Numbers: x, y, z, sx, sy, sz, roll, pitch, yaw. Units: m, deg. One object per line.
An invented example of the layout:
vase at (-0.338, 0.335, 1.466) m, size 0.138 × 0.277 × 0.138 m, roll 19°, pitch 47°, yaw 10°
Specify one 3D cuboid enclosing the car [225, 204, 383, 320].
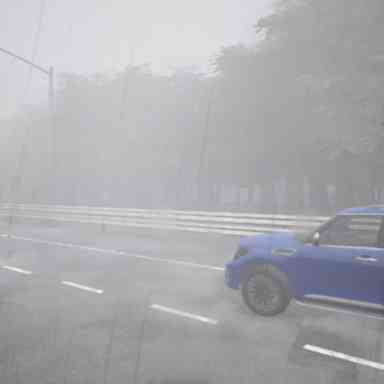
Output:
car at (3.315, 1.223, 5.802) m, size 5.566 × 2.045 × 2.150 m, roll 0°, pitch 0°, yaw 35°
